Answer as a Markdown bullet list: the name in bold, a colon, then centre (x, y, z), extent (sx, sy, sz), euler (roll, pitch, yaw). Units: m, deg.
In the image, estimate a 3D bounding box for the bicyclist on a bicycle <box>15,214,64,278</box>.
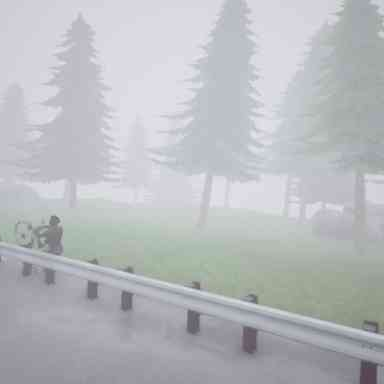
- **bicyclist on a bicycle**: centre (-3.407, 1.165, 7.616), extent (1.620, 1.656, 0.582), euler (-40, -11, 28)
